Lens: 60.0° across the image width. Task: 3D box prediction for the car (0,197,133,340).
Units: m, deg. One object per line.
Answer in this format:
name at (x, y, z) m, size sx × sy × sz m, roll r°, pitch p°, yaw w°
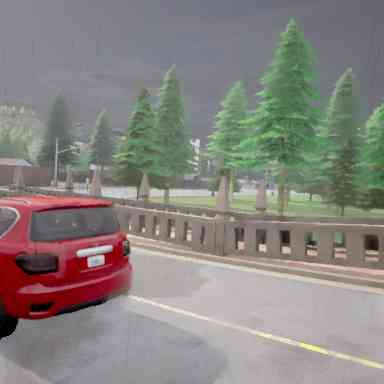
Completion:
car at (-3.632, 1.100, 6.561) m, size 5.566 × 2.045 × 2.150 m, roll 1°, pitch 1°, yaw 35°
